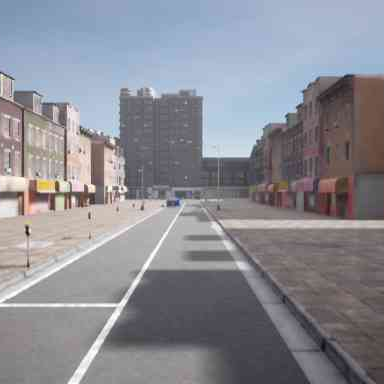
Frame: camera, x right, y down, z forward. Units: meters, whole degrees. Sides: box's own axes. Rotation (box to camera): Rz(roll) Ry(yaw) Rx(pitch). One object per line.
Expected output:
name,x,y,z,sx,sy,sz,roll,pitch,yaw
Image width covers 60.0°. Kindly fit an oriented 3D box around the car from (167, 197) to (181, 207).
car,-2.750,1.485,50.188,1.882,1.535,5.008,0,0,0
